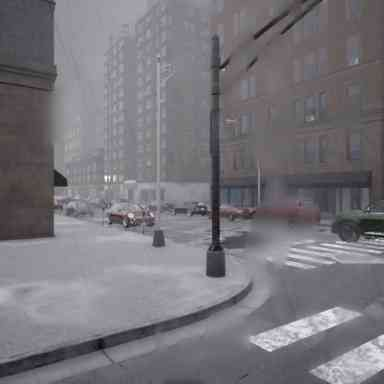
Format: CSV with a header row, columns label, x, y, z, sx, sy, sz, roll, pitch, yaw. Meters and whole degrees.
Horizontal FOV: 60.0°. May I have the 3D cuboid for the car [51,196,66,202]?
label,x,y,z,sx,sy,sz,roll,pitch,yaw
car,-28.853,1.478,71.905,2.008,1.369,4.403,0,0,-35

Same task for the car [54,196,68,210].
label,x,y,z,sx,sy,sz,roll,pitch,yaw
car,-16.761,1.512,39.871,1.887,1.381,4.507,0,0,-35

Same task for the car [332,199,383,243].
label,x,y,z,sx,sy,sz,roll,pitch,yaw
car,8.682,1.223,13.697,2.150,2.045,5.566,0,0,-35

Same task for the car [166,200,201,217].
label,x,y,z,sx,sy,sz,roll,pitch,yaw
car,-0.269,1.550,31.231,1.947,1.339,4.313,0,0,-35

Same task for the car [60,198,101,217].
label,x,y,z,sx,sy,sz,roll,pitch,yaw
car,-10.407,1.530,30.830,2.008,1.369,4.403,0,0,-35

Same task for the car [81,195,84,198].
label,x,y,z,sx,sy,sz,roll,pitch,yaw
car,-15.899,1.457,53.972,1.837,1.490,4.892,0,0,-35

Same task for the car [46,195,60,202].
label,x,y,z,sx,sy,sz,roll,pitch,yaw
car,-32.029,1.471,76.424,2.008,1.369,4.403,0,0,-35

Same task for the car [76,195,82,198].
label,x,y,z,sx,sy,sz,roll,pitch,yaw
car,-19.933,1.298,59.656,2.097,1.767,4.553,0,0,-35

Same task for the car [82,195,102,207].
label,x,y,z,sx,sy,sz,roll,pitch,yaw
car,-12.718,1.491,44.150,1.812,1.442,4.674,0,0,-35

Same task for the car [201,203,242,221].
label,x,y,z,sx,sy,sz,roll,pitch,yaw
car,2.907,1.571,26.712,1.802,1.307,4.206,0,0,-35

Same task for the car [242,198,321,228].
label,x,y,z,sx,sy,sz,roll,pitch,yaw
car,6.084,1.309,22.193,2.192,1.841,5.009,0,0,-35

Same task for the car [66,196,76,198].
label,x,y,z,sx,sy,sz,roll,pitch,yaw
car,-22.099,1.424,57.493,1.882,1.535,5.008,0,0,-35

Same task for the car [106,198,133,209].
label,x,y,z,sx,sy,sz,roll,pitch,yaw
car,-9.797,1.532,44.789,1.947,1.339,4.313,0,0,-35

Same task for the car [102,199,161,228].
label,x,y,z,sx,sy,sz,roll,pitch,yaw
car,-4.054,1.430,21.789,1.967,1.590,4.097,0,0,-35

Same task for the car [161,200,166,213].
label,x,y,z,sx,sy,sz,roll,pitch,yaw
car,-3.445,1.529,35.751,2.008,1.369,4.403,0,0,-35
